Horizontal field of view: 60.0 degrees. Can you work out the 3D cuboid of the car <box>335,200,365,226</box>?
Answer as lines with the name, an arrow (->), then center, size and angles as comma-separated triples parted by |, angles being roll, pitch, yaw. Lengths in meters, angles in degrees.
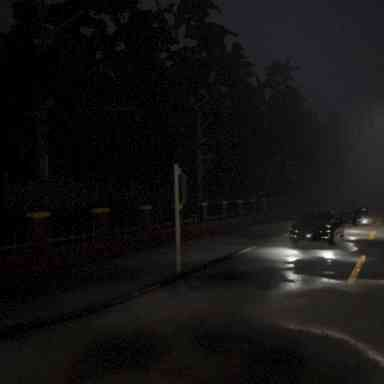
car -> 11.094, 1.541, 24.155 | 1.882, 1.535, 5.008 | -2, -1, 31

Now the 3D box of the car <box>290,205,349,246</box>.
car -> 6.130, 1.582, 16.010 | 1.837, 1.490, 4.892 | -2, -1, 31

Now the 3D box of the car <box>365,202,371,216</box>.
car -> 16.345, 1.573, 32.734 | 1.812, 1.442, 4.674 | -2, -1, 31
